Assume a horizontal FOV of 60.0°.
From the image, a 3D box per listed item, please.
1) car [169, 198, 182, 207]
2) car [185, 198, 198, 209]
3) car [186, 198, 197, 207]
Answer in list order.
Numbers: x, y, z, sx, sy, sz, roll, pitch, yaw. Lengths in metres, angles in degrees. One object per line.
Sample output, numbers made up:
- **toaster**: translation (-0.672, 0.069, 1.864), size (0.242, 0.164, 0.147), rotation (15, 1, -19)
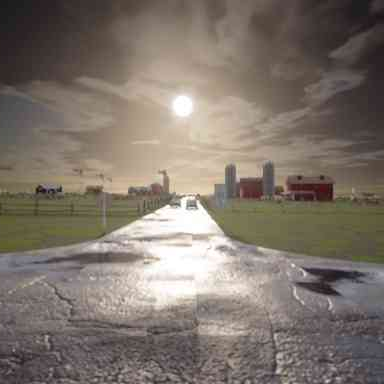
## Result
- **car**: translation (-2.811, 1.891, 58.123), size (1.837, 1.490, 4.892), rotation (0, 0, 0)
- **car**: translation (-0.054, 1.897, 52.707), size (2.033, 1.411, 5.357), rotation (0, 0, 0)
- **car**: translation (-0.065, 1.897, 63.128), size (1.882, 1.535, 5.008), rotation (0, 0, 0)
